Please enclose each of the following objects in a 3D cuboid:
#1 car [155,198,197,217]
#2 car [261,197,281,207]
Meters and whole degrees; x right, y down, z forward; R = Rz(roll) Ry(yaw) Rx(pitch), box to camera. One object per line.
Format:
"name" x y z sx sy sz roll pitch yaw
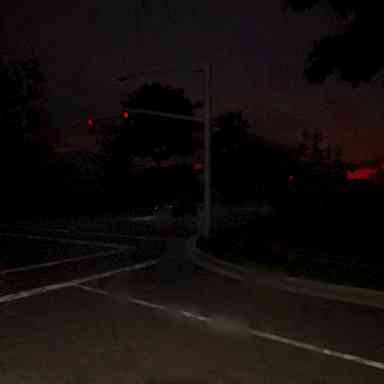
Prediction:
"car" -1.485 1.376 31.493 2.097 1.767 4.553 0 0 35
"car" 12.060 1.515 50.769 2.128 1.511 4.902 0 0 35
